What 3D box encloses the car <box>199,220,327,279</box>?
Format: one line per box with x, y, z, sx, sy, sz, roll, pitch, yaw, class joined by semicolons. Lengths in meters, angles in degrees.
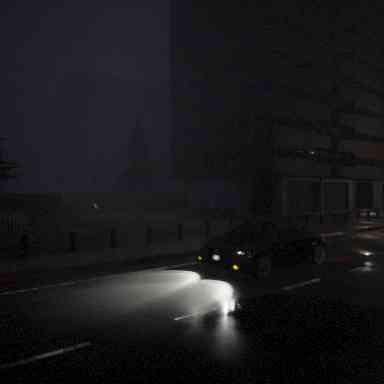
2.236;1.563;10.082;4.181;1.385;1.994;0;0;-37;car
